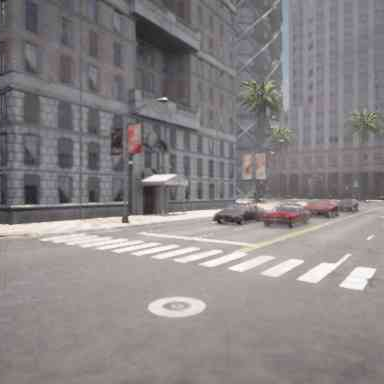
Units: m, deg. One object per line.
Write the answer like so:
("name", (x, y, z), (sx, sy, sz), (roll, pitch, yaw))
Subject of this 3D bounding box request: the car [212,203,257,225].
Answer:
("car", (3.569, 1.544, 24.383), (2.033, 1.411, 5.357), (0, 0, 35))

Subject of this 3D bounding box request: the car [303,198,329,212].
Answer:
("car", (15.229, 1.522, 40.673), (1.812, 1.442, 4.674), (0, 0, 36))

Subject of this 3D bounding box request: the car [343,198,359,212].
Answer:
("car", (17.933, 1.503, 38.436), (1.837, 1.490, 4.892), (0, 0, 36))

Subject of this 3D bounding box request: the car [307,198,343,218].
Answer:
("car", (11.880, 1.476, 30.042), (1.882, 1.535, 5.008), (0, 0, 36))

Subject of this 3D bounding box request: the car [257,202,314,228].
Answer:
("car", (6.392, 1.598, 22.312), (1.895, 1.301, 4.718), (0, 0, 35))
